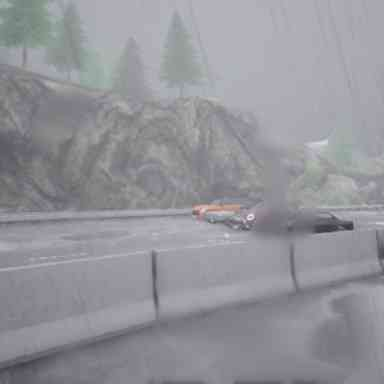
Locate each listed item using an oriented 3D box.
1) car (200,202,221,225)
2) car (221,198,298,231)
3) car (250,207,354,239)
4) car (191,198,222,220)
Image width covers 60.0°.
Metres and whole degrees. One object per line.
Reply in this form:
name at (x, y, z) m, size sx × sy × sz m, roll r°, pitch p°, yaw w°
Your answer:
car at (3.220, 1.532, 22.345) m, size 4.718 × 1.301 × 1.895 m, roll 0°, pitch 0°, yaw -30°
car at (4.277, 1.296, 18.873) m, size 4.553 × 1.767 × 2.097 m, roll 0°, pitch 0°, yaw -30°
car at (5.266, 1.556, 15.455) m, size 4.718 × 1.301 × 1.895 m, roll 0°, pitch 0°, yaw -30°
car at (2.189, 1.271, 25.738) m, size 4.553 × 1.767 × 2.097 m, roll 0°, pitch 0°, yaw -29°
